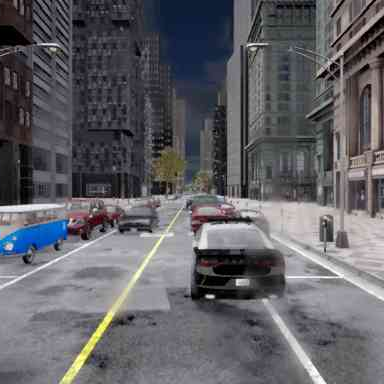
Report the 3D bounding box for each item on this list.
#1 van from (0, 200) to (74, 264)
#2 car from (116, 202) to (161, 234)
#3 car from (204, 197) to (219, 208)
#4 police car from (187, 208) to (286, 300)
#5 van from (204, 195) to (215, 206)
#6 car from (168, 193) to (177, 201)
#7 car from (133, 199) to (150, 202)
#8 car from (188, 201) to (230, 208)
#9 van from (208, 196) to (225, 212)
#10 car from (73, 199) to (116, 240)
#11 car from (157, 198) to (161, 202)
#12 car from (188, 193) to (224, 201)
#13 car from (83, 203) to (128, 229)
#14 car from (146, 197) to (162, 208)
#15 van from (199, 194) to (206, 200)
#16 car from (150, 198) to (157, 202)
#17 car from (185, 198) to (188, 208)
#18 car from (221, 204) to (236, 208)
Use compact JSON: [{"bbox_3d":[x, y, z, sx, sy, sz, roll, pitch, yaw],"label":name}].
[{"bbox_3d":[-5.740,1.342,11.511,1.690,1.788,3.998,0,0,0],"label":"van"},{"bbox_3d":[-2.954,1.548,19.545,2.033,1.411,5.357,0,0,0],"label":"car"},{"bbox_3d":[2.898,1.550,50.150,1.887,1.381,4.507,0,0,0],"label":"car"},{"bbox_3d":[0.920,1.426,8.578,1.930,1.638,5.238,0,0,0],"label":"police car"},{"bbox_3d":[2.913,1.348,55.675,1.690,1.788,3.998,0,0,0],"label":"van"},{"bbox_3d":[-5.555,1.554,88.112,1.752,1.417,4.829,0,0,0],"label":"car"},{"bbox_3d":[-5.693,1.528,33.443,1.752,1.417,4.829,0,0,0],"label":"car"},{"bbox_3d":[0.871,1.479,18.458,1.882,1.535,5.008,0,0,-1],"label":"car"},{"bbox_3d":[2.871,1.344,39.101,1.690,1.788,3.998,0,0,0],"label":"van"},{"bbox_3d":[-5.728,1.316,17.036,2.192,1.841,5.009,0,0,0],"label":"car"},{"bbox_3d":[-5.669,1.548,44.663,1.887,1.381,4.507,0,0,0],"label":"car"},{"bbox_3d":[0.958,1.226,24.499,2.150,2.045,5.566,0,0,0],"label":"car"},{"bbox_3d":[-5.717,1.546,22.562,1.887,1.381,4.507,0,0,0],"label":"car"},{"bbox_3d":[-5.657,1.550,50.189,1.887,1.381,4.507,0,0,0],"label":"car"},{"bbox_3d":[2.990,1.375,93.660,1.690,1.788,3.998,0,0,0],"label":"van"},{"bbox_3d":[-5.681,1.548,39.138,1.887,1.381,4.507,0,0,0],"label":"car"},{"bbox_3d":[0.143,1.509,47.417,1.837,1.490,4.892,0,0,1],"label":"car"},{"bbox_3d":[2.813,1.552,17.000,2.008,1.369,4.403,0,0,0],"label":"car"}]
